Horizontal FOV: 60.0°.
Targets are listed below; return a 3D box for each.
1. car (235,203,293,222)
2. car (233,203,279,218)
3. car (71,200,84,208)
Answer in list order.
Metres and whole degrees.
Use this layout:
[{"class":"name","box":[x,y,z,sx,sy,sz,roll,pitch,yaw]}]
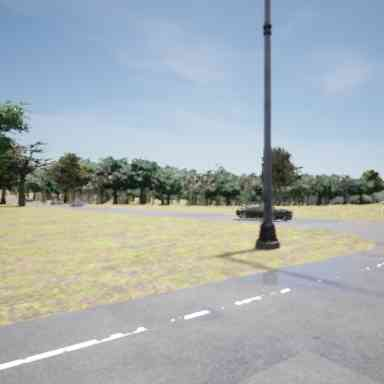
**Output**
[{"class":"car","box":[5.743,1.692,26.878,1.895,1.301,4.718,2,-3,-36]},{"class":"car","box":[7.020,1.981,37.092,2.128,1.511,4.902,2,-3,-36]},{"class":"car","box":[-24.775,2.549,72.213,2.097,1.767,4.553,2,-2,-28]}]
